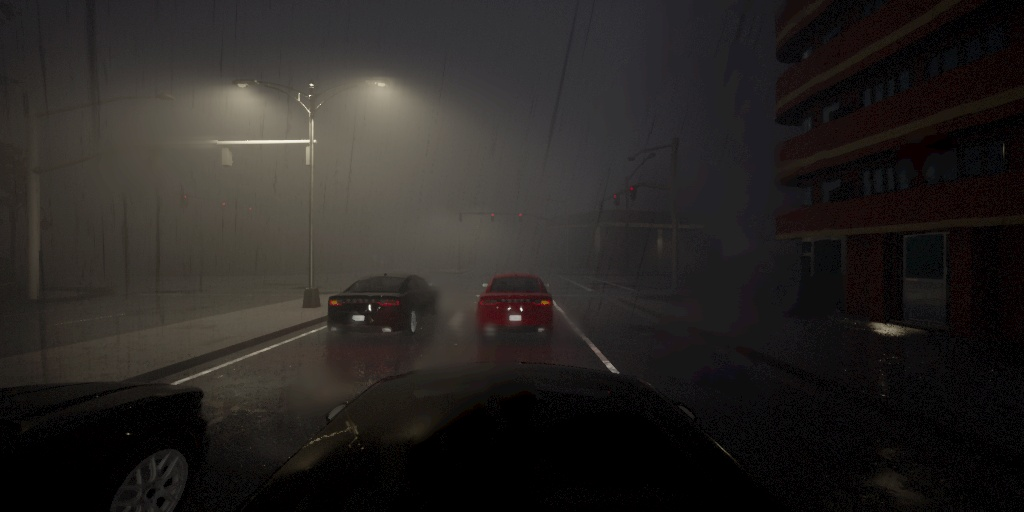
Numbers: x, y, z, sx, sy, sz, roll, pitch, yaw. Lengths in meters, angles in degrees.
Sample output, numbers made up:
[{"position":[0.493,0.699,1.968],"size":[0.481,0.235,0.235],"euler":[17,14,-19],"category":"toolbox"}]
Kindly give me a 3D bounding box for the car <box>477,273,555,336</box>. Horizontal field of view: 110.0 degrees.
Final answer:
[{"position":[0.113,1.228,10.460],"size":[1.882,1.535,5.008],"euler":[0,0,1],"category":"car"}]

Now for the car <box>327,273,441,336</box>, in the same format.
[{"position":[-3.392,1.228,10.447],"size":[1.882,1.535,5.008],"euler":[0,0,0],"category":"car"}]

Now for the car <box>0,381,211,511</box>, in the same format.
[{"position":[-3.408,1.228,0.873],"size":[1.882,1.535,5.008],"euler":[0,0,0],"category":"car"}]
